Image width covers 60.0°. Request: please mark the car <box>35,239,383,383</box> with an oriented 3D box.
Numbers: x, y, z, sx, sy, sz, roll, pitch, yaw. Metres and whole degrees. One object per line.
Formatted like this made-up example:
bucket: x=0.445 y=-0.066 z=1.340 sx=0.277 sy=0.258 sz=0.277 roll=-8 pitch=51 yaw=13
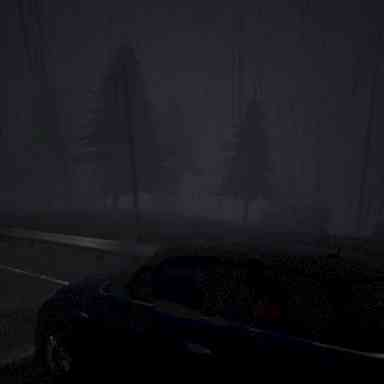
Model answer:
car: x=0.187 y=1.355 z=3.861 sx=4.553 sy=1.767 sz=2.097 roll=0 pitch=0 yaw=35
